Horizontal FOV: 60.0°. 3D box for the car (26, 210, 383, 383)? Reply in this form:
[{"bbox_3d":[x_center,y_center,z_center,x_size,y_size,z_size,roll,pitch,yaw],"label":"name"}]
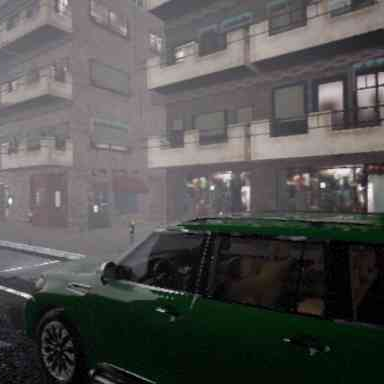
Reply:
[{"bbox_3d":[0.499,1.229,3.607,5.566,2.045,2.150,0,0,36],"label":"car"}]
